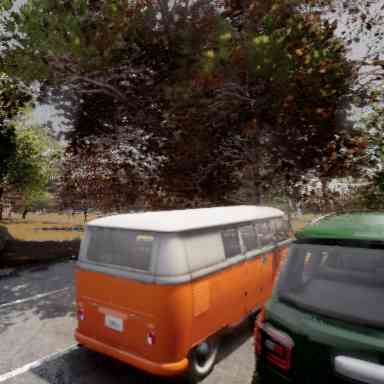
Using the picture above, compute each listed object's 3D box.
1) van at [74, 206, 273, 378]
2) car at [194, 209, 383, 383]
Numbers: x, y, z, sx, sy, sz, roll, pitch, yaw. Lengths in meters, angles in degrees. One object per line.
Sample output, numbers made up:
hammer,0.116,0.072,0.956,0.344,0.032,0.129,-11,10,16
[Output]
van,0.342,1.266,5.660,1.878,1.987,4.442,0,0,35
car,2.645,1.227,3.909,2.435,2.045,5.566,0,0,35
